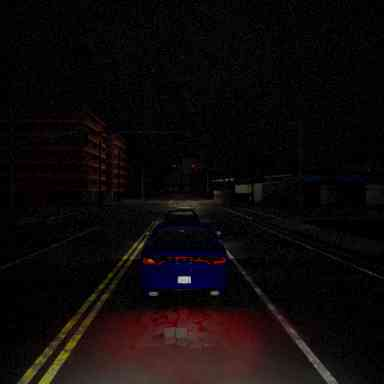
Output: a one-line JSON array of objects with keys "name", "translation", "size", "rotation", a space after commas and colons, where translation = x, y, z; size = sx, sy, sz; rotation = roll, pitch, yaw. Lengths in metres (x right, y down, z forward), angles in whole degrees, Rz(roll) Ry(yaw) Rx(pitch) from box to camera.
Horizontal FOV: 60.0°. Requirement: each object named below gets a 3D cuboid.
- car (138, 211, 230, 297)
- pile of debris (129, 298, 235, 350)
[{"name": "car", "translation": [-0.216, 1.478, 8.646], "size": [1.882, 1.535, 5.008], "rotation": [0, 0, -2]}, {"name": "pile of debris", "translation": [-0.175, 2.175, 5.675], "size": [1.500, 0.140, 1.860], "rotation": [0, 0, -2]}]
